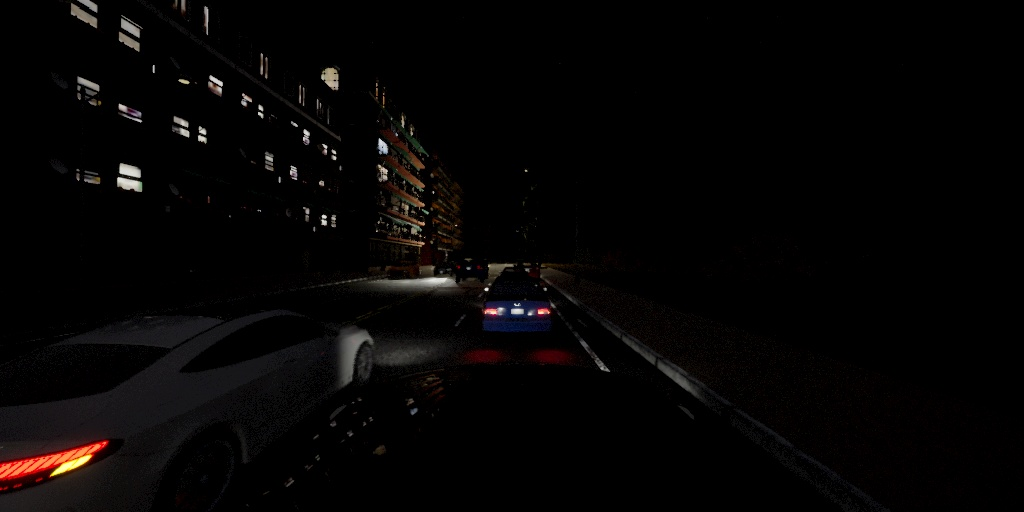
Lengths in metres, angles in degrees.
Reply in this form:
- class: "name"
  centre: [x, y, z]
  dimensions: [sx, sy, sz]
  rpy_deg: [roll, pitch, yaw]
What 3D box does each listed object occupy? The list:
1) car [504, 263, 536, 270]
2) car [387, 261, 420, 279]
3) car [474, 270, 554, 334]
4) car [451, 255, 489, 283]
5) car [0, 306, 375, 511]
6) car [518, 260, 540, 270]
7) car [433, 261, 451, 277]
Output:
- class: "car"
  centre: [0.129, 1.317, 20.922]
  dimensions: [1.994, 1.385, 4.181]
  rpy_deg: [0, 0, 1]
- class: "car"
  centre: [-9.793, 1.231, 32.715]
  dimensions: [1.882, 1.535, 5.008]
  rpy_deg: [0, 0, 0]
- class: "car"
  centre: [0.118, 1.299, 10.589]
  dimensions: [2.033, 1.411, 5.357]
  rpy_deg: [0, 0, 0]
- class: "car"
  centre: [-3.101, 0.976, 28.372]
  dimensions: [2.150, 2.045, 5.566]
  rpy_deg: [0, 0, 0]
- class: "car"
  centre: [-3.150, 1.276, 3.950]
  dimensions: [1.812, 1.442, 4.674]
  rpy_deg: [0, 0, 0]
- class: "car"
  centre: [1.190, 1.105, 29.857]
  dimensions: [2.097, 1.767, 4.553]
  rpy_deg: [0, 0, 0]
- class: "car"
  centre: [-6.538, 1.245, 35.705]
  dimensions: [2.128, 1.511, 4.902]
  rpy_deg: [0, 0, 0]
